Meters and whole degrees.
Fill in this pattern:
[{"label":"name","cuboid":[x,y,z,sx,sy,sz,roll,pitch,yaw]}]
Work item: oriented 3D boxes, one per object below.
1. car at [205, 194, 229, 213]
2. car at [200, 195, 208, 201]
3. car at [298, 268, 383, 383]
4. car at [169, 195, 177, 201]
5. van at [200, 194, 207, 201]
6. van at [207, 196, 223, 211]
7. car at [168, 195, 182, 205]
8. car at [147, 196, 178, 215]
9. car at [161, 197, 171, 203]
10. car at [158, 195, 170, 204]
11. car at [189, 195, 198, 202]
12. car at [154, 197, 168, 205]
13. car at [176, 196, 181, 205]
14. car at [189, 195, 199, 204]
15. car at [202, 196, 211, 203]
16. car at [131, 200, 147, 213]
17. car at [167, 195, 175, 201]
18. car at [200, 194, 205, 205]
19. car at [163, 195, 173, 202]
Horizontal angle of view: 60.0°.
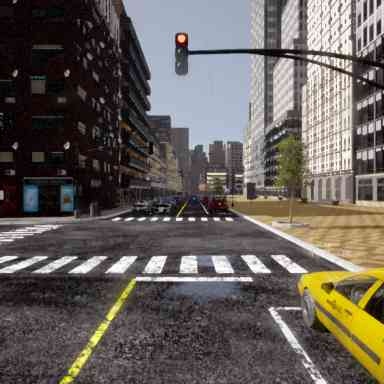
[{"label":"car","cuboid":[2.847,1.327,36.375,2.192,1.841,5.009,0,0,0]},{"label":"car","cuboid":[3.072,1.613,86.284,1.752,1.417,4.829,0,0,0]},{"label":"car","cuboid":[2.704,1.525,4.133,1.752,1.417,4.829,0,0,0]},{"label":"car","cuboid":[-5.285,1.644,91.677,1.887,1.381,4.507,0,0,0]},{"label":"van","cuboid":[3.094,1.441,91.640,1.690,1.788,3.998,0,0,0]},{"label":"van","cuboid":[2.872,1.358,41.901,1.690,1.788,3.998,0,0,0]},{"label":"car","cuboid":[-2.821,1.517,58.416,1.882,1.535,5.008,0,0,0]},{"label":"car","cuboid":[-2.947,1.502,34.273,2.128,1.511,4.902,0,0,0]},{"label":"car","cuboid":[-5.384,1.639,69.572,1.802,1.307,4.206,0,0,0]},{"label":"car","cuboid":[-5.409,1.488,64.045,1.967,1.590,4.097,0,0,0]},{"label":"car","cuboid":[0.346,1.569,76.579,1.837,1.490,4.892,0,0,0]},{"label":"car","cuboid":[-5.433,1.584,58.518,1.887,1.381,4.507,0,0,0]},{"label":"car","cuboid":[-2.902,1.567,44.740,2.033,1.411,5.357,0,0,0]},{"label":"car","cuboid":[0.398,1.404,66.684,2.097,1.767,4.553,0,0,0]},{"label":"car","cuboid":[2.996,1.602,69.534,1.887,1.381,4.507,0,0,0]},{"label":"car","cuboid":[-5.531,1.563,36.412,2.008,1.369,4.403,0,0,0]},{"label":"car","cuboid":[-5.310,1.613,85.982,1.752,1.417,4.829,0,0,0]},{"label":"car","cuboid":[2.946,1.354,58.481,2.192,1.841,5.009,0,0,0]},{"label":"car","cuboid":[-5.360,1.507,75.098,1.967,1.590,4.097,0,0,0]}]
